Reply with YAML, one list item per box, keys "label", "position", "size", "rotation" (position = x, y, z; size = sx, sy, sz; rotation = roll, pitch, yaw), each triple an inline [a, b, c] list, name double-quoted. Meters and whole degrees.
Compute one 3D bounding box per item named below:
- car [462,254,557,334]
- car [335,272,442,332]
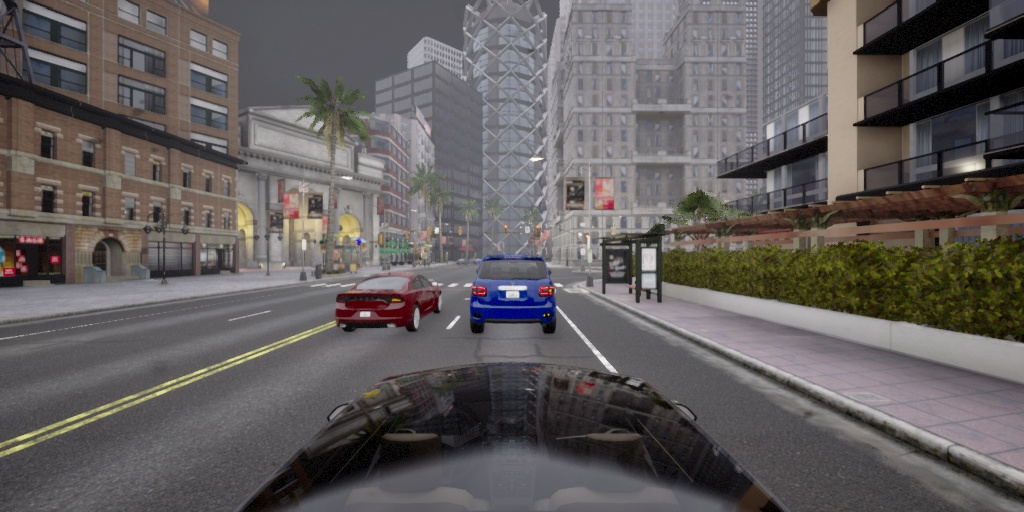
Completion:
- label: "car"
  position: [0.052, 0.970, 10.823]
  size: [2.150, 2.045, 5.566]
  rotation: [0, 0, 1]
- label: "car"
  position: [-3.443, 1.227, 10.932]
  size: [1.882, 1.535, 5.008]
  rotation: [0, 0, 0]
